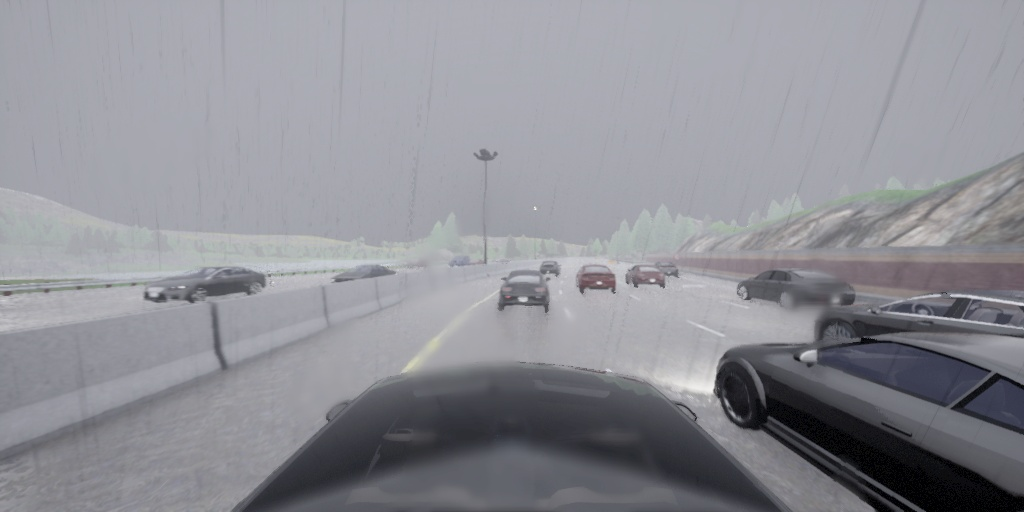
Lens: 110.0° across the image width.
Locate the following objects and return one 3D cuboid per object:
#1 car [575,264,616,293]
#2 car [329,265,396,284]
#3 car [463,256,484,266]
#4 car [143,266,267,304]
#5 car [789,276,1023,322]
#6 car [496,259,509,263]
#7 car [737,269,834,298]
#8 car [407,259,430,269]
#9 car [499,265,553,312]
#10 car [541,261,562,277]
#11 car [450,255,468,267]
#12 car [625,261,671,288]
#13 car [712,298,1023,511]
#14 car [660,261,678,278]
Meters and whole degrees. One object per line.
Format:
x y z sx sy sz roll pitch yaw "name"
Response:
4.748 1.218 20.724 1.882 1.535 5.008 0 0 7 "car"
-9.295 1.272 23.019 2.033 1.411 5.357 0 0 8 "car"
-5.941 1.176 58.834 1.882 1.535 5.008 0 0 12 "car"
-13.504 1.217 16.191 2.128 1.511 4.902 0 0 5 "car"
7.127 1.246 5.368 2.128 1.511 4.902 0 0 1 "car"
-1.573 1.262 62.650 1.994 1.385 4.181 0 0 12 "car"
11.099 1.256 14.454 1.837 1.490 4.892 0 0 5 "car"
-14.045 1.220 54.210 1.812 1.442 4.674 0 0 12 "car"
0.553 1.267 14.209 1.812 1.442 4.674 0 0 4 "car"
3.843 1.232 35.936 1.837 1.490 4.892 0 0 11 "car"
-8.849 0.916 62.013 2.150 2.045 5.566 0 0 12 "car"
8.665 1.267 23.500 1.812 1.442 4.674 0 0 9 "car"
3.613 1.317 2.958 1.994 1.385 4.181 0 0 -1 "car"
14.024 1.231 33.313 2.128 1.511 4.902 0 0 11 "car"
